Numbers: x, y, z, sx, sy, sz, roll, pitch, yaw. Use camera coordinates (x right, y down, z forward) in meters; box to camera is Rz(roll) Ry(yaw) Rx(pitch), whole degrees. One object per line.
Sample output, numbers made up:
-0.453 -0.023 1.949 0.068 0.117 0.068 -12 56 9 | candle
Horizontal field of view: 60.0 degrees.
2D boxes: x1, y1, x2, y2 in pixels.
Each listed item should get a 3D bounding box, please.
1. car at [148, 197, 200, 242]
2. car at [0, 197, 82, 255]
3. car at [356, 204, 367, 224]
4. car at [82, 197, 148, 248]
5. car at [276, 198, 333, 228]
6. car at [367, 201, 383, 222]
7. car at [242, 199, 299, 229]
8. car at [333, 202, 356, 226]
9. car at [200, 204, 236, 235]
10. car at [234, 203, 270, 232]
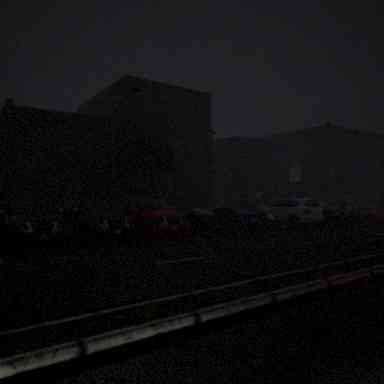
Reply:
-2.356 1.282 17.190 2.435 2.045 5.566 1 0 -36 | car
-6.837 1.247 13.982 2.435 2.045 5.566 0 0 -36 | car
11.090 1.639 26.813 2.185 1.767 4.553 1 -1 -36 | car
-4.595 1.259 15.587 2.435 2.045 5.566 0 0 -36 | car
6.573 1.425 23.652 2.435 2.045 5.566 1 -1 -36 | car
15.447 1.848 30.198 1.946 1.575 5.366 1 -1 -36 | car
4.330 1.507 22.050 2.185 1.767 4.553 1 -1 -36 | car
8.848 1.469 25.211 2.435 2.045 5.566 1 -1 -36 | car
-0.130 1.558 18.812 2.097 1.535 5.008 1 0 -36 | car
2.087 1.624 20.442 2.163 1.488 4.792 1 -1 -36 | car
